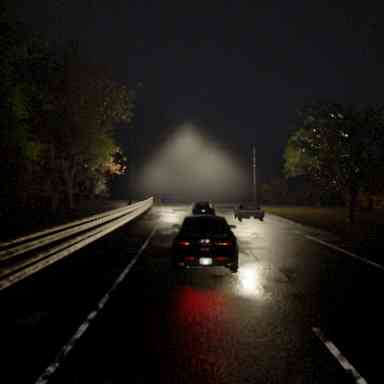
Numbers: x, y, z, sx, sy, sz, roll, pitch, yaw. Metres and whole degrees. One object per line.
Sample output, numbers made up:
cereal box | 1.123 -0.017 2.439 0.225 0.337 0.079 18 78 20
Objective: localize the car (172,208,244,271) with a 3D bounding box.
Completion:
car | 0.407 1.482 10.760 1.837 1.490 4.892 0 0 1

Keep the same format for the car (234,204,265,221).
car | 4.413 1.570 26.328 1.895 1.301 4.718 0 0 2

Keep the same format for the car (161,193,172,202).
car | -5.863 1.270 75.912 2.150 2.045 5.566 0 0 -9

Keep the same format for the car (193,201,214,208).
car | 1.015 1.527 29.736 1.994 1.385 4.181 0 0 2
